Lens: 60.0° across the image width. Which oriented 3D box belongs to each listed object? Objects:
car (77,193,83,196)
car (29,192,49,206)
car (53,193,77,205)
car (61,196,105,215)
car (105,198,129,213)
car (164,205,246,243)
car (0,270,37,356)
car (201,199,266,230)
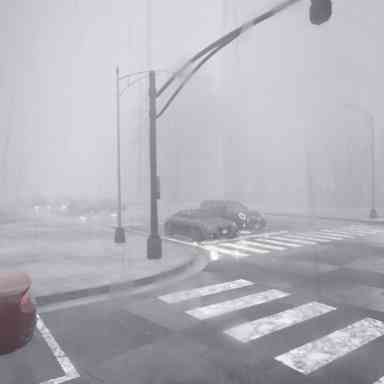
[{"bbox_3d":[-22.856,0.925,66.030,1.812,1.442,4.674,-1,1,-36],"label":"car"},{"bbox_3d":[-22.016,1.188,47.908,1.837,1.490,4.892,-1,1,-36],"label":"car"},{"bbox_3d":[-19.410,1.121,49.851,2.128,1.511,4.902,-1,1,-36],"label":"car"},{"bbox_3d":[-10.396,1.368,31.471,2.033,1.411,5.357,-1,1,-35],"label":"car"},{"bbox_3d":[-8.392,1.311,34.255,2.033,1.411,5.357,-1,1,-35],"label":"car"},{"bbox_3d":[0.336,1.537,16.230,1.994,1.385,4.181,-1,1,-34],"label":"car"},{"bbox_3d":[-4.196,1.545,3.665,4.507,1.381,1.887,0,-1,-36],"label":"car"},{"bbox_3d":[2.158,1.261,19.635,2.097,1.767,4.553,-1,1,-37],"label":"car"}]
